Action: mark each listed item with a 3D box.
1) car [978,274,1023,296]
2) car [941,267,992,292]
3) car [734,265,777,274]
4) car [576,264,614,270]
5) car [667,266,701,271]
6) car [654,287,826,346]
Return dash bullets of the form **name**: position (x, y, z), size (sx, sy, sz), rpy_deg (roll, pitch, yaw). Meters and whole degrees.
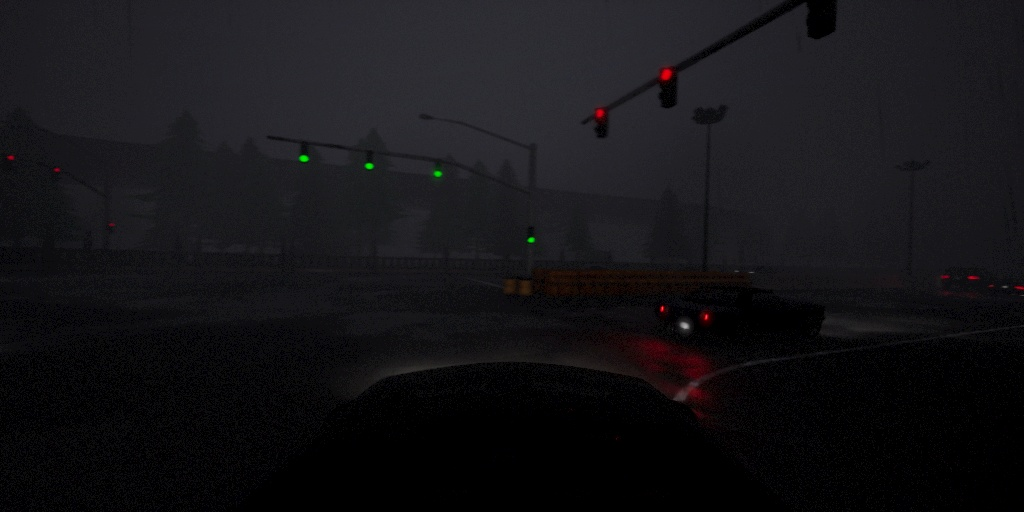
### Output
- **car**: position (37.282, 2.309, 26.413), size (5.357, 1.411, 2.033), rpy_deg (2, 0, -23)
- **car**: position (40.373, 2.057, 31.510), size (5.566, 2.045, 2.150), rpy_deg (2, 0, -23)
- **car**: position (24.773, 1.715, 36.536), size (4.553, 1.767, 2.097), rpy_deg (2, 0, -24)
- **car**: position (6.191, 1.370, 28.700), size (4.674, 1.442, 1.812), rpy_deg (2, 0, -23)
- **car**: position (15.447, 1.628, 32.606), size (4.674, 1.442, 1.812), rpy_deg (2, 0, -23)
- **car**: position (6.355, 1.510, 9.868), size (4.718, 1.301, 1.895), rpy_deg (2, 0, -24)
